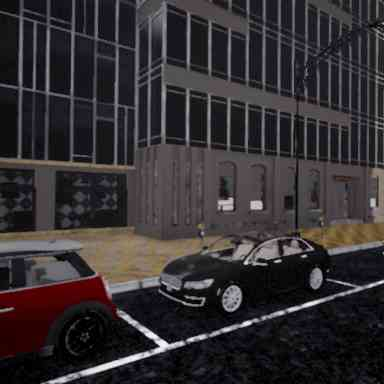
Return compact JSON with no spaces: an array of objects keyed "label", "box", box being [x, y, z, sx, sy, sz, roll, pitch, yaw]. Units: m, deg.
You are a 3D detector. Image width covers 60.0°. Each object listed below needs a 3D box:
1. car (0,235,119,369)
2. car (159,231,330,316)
[{"label":"car","box":[-3.154,1.438,4.305,4.097,1.590,1.967,1,0,-36]},{"label":"car","box":[1.354,1.600,7.522,4.403,1.369,2.008,1,0,-36]}]
